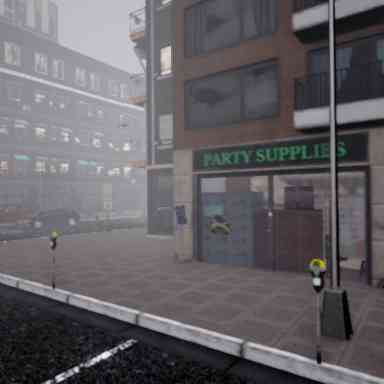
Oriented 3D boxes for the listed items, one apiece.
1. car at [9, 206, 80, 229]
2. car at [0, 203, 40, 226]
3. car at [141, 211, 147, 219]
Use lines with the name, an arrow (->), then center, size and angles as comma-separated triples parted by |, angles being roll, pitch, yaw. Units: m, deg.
car -> -11.181, 2.019, 26.117 | 1.837, 1.490, 4.892 | -1, 0, 35
car -> -14.264, 1.836, 26.252 | 2.192, 1.841, 5.009 | -2, -2, 35
car -> -3.584, 2.287, 36.990 | 1.812, 1.442, 4.674 | -1, -1, 35
